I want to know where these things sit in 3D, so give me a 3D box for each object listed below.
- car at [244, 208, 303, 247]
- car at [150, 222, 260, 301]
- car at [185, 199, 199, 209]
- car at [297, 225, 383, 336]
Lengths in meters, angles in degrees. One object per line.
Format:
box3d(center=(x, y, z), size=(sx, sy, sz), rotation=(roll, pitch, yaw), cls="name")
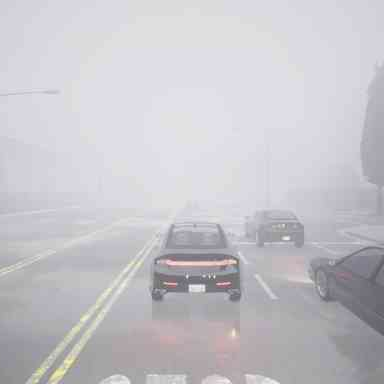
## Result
box3d(center=(3.568, 1.505, 15.014), size=(1.837, 1.490, 4.892), rotation=(0, 0, 0), cls="car")
box3d(center=(0.083, 1.492, 8.313), size=(2.128, 1.511, 4.902), rotation=(0, 0, 0), cls="car")
box3d(center=(0.010, 1.601, 44.132), size=(1.895, 1.301, 4.718), rotation=(0, 0, 0), cls="car")
box3d(center=(3.589, 1.547, 5.267), size=(2.033, 1.411, 5.357), rotation=(0, 0, 0), cls="car")
